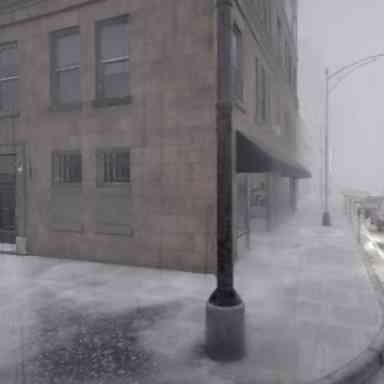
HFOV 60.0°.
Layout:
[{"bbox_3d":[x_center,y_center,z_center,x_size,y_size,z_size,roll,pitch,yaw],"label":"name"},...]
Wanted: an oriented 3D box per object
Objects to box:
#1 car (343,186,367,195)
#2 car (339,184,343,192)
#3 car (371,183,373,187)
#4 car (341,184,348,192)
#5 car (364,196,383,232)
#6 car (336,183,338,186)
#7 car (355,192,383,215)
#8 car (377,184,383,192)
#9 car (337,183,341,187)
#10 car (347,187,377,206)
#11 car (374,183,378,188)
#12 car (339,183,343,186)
[{"bbox_3d":[20.420,0.237,41.730,1.947,1.339,4.313,0,2,23],"label":"car"},{"bbox_3d":[27.036,-0.263,57.433,2.008,1.369,4.403,0,2,23],"label":"car"},{"bbox_3d":[45.456,-1.267,80.485,2.192,1.841,5.009,0,2,23],"label":"car"},{"bbox_3d":[24.831,-0.107,52.199,1.887,1.381,4.507,0,2,23],"label":"car"},{"bbox_3d":[9.395,1.059,15.558,1.802,1.307,4.206,0,2,23],"label":"car"},{"bbox_3d":[38.061,-1.184,83.603,1.967,1.590,4.097,0,2,23],"label":"car"},{"bbox_3d":[11.600,0.882,20.793,1.947,1.339,4.313,0,2,23],"label":"car"},{"bbox_3d":[17.786,0.402,28.899,2.097,1.767,4.553,0,2,23],"label":"car"},{"bbox_3d":[33.650,-0.859,73.134,1.967,1.590,4.097,0,2,23],"label":"car"},{"bbox_3d":[16.010,0.545,31.261,2.008,1.369,4.403,0,2,23],"label":"car"},{"bbox_3d":[43.252,-0.869,75.257,2.008,1.369,4.403,0,2,23],"label":"car"},{"bbox_3d":[29.241,-0.431,62.668,1.887,1.381,4.507,0,2,23],"label":"car"}]
